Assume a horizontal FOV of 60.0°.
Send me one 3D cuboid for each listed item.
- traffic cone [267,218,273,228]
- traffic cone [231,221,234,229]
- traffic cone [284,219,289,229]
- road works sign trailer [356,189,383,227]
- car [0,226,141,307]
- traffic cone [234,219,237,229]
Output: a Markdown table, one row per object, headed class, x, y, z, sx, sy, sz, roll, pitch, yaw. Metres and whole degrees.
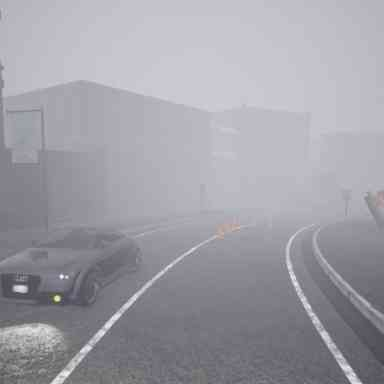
| class | x | y | z | sx | sy | sz | roll | pitch | yaw |
| --- | --- | --- | --- | --- | --- | --- | --- | --- | --- |
| traffic cone | 5.038 | 1.987 | 21.322 | 0.340 | 0.580 | 0.340 | 2 | 1 | 17 |
| traffic cone | 1.949 | 1.920 | 18.097 | 0.340 | 0.580 | 0.340 | 2 | 1 | 17 |
| traffic cone | 5.989 | 2.023 | 21.026 | 0.340 | 0.580 | 0.340 | 2 | 1 | 17 |
| road works sign trailer | 11.354 | 1.190 | 20.505 | 2.880 | 2.380 | 3.560 | -29 | -18 | 31 |
| car | -2.687 | 1.517 | 7.846 | 1.994 | 1.385 | 4.181 | 1 | 0 | 10 |
| traffic cone | 2.543 | 1.918 | 20.007 | 0.340 | 0.580 | 0.340 | 2 | 1 | 17 |
